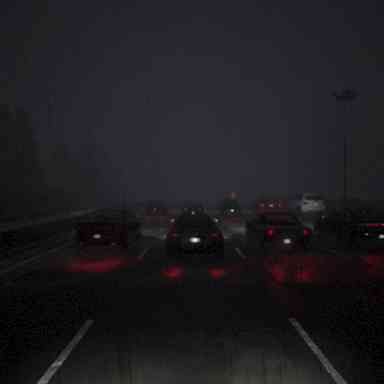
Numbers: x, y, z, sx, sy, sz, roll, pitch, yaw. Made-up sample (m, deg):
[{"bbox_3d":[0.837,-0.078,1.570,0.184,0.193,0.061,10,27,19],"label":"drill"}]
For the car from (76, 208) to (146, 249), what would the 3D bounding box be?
[{"bbox_3d":[-3.402,1.430,14.388,1.882,1.535,5.008,0,0,0],"label":"car"}]

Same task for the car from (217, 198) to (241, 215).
[{"bbox_3d":[3.600,1.399,32.191,1.837,1.490,4.892,0,0,0],"label":"car"}]

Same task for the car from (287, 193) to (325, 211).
[{"bbox_3d":[10.600,1.119,31.200,2.150,2.045,5.566,0,0,0],"label":"car"}]

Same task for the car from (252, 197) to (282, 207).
[{"bbox_3d":[7.099,1.248,31.844,2.097,1.767,4.553,0,0,0],"label":"car"}]

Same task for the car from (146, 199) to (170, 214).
[{"bbox_3d":[-3.413,1.417,33.151,1.812,1.442,4.674,0,0,0],"label":"car"}]

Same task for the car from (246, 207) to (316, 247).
[{"bbox_3d":[3.599,1.552,14.763,1.895,1.301,4.718,0,0,0],"label":"car"}]

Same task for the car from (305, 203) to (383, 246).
[{"bbox_3d":[7.099,1.443,14.851,2.128,1.511,4.902,0,0,0],"label":"car"}]

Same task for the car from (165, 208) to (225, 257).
[{"bbox_3d":[0.097,1.522,12.762,1.994,1.385,4.181,0,0,0],"label":"car"}]

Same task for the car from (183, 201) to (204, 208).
[{"bbox_3d":[0.100,1.501,30.548,1.895,1.301,4.718,0,0,0],"label":"car"}]
